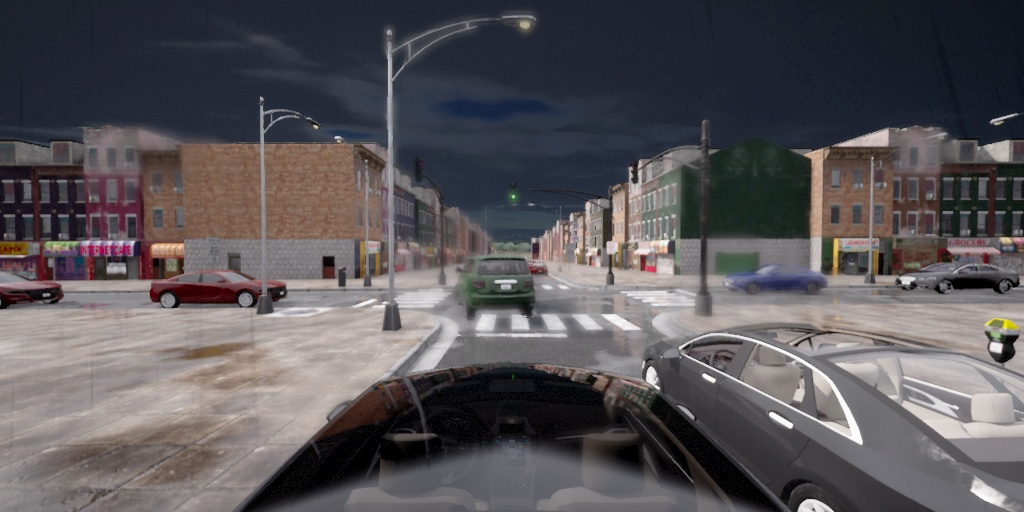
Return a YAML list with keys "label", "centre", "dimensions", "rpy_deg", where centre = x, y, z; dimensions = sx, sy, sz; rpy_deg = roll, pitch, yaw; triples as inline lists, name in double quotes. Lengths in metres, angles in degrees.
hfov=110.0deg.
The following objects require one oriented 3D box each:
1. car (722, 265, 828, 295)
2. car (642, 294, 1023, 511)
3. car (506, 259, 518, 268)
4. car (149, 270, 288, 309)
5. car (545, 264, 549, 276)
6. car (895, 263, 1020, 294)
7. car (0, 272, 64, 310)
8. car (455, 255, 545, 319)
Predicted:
- label: "car"
  centre: [13.278, 1.159, 18.215]
  dimensions: [4.674, 1.442, 1.812]
  rpy_deg: [0, 1, 1]
- label: "car"
  centre: [2.637, 1.300, 3.303]
  dimensions: [2.007, 1.370, 4.403]
  rpy_deg: [0, 0, 0]
- label: "car"
  centre: [0.017, 1.251, 60.490]
  dimensions: [1.837, 1.490, 4.892]
  rpy_deg: [0, 0, 0]
- label: "car"
  centre: [-12.325, 1.337, 15.268]
  dimensions: [5.008, 1.535, 1.882]
  rpy_deg: [0, 1, -1]
- label: "car"
  centre: [2.646, 1.290, 35.748]
  dimensions: [1.888, 1.381, 4.507]
  rpy_deg: [0, 0, 0]
- label: "car"
  centre: [22.440, 1.086, 18.187]
  dimensions: [4.902, 1.511, 2.128]
  rpy_deg: [0, 1, 0]
- label: "car"
  centre: [-22.314, 1.414, 15.266]
  dimensions: [5.008, 1.535, 1.882]
  rpy_deg: [-1, 1, 0]
- label: "car"
  centre: [-0.783, 0.983, 13.071]
  dimensions: [2.150, 2.045, 5.566]
  rpy_deg: [0, 0, -13]
